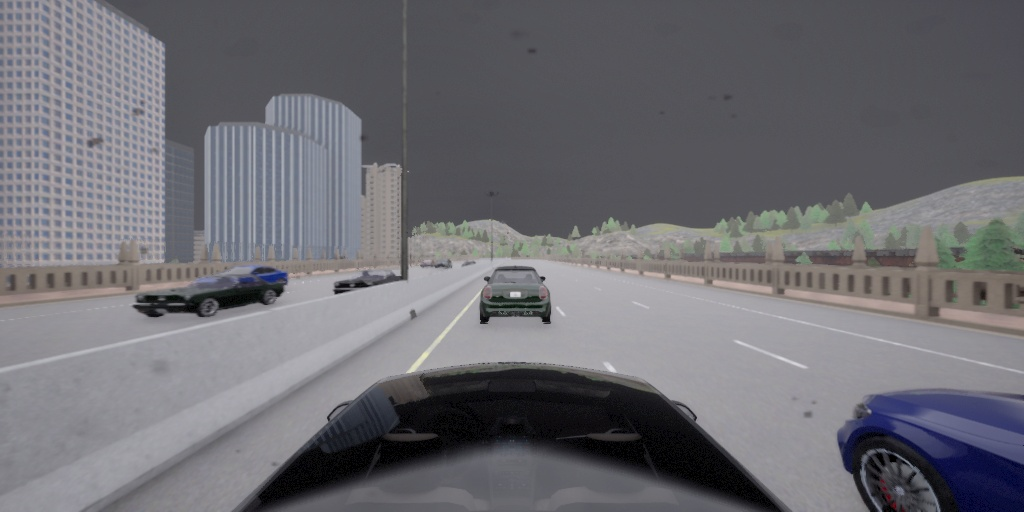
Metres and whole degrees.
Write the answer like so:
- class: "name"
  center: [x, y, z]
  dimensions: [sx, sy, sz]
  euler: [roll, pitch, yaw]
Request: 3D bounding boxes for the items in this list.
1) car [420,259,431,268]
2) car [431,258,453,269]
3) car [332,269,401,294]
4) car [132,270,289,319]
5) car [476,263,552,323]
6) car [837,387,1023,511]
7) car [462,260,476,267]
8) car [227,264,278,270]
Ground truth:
- class: "car"
  center: [-14.029, 1.284, 60.413]
  dimensions: [1.812, 1.442, 4.674]
  euler: [0, 0, 1]
- class: "car"
  center: [-10.557, 1.109, 55.582]
  dimensions: [2.097, 1.767, 4.553]
  euler: [0, 0, 0]
- class: "car"
  center: [-7.098, 1.353, 18.151]
  dimensions: [1.895, 1.301, 4.718]
  euler: [0, 0, 0]
- class: "car"
  center: [-10.598, 1.353, 13.052]
  dimensions: [1.895, 1.301, 4.718]
  euler: [0, 0, 0]
- class: "car"
  center: [0.101, 1.103, 12.200]
  dimensions: [2.097, 1.767, 4.553]
  euler: [0, 0, 0]
- class: "car"
  center: [3.595, 1.275, 0.971]
  dimensions: [1.812, 1.442, 4.674]
  euler: [0, 0, 0]
- class: "car"
  center: [-7.036, 1.321, 59.807]
  dimensions: [1.994, 1.385, 4.181]
  euler: [0, 0, 1]
- class: "car"
  center: [-14.097, 1.230, 19.073]
  dimensions: [1.882, 1.535, 5.008]
  euler: [0, 0, 0]
